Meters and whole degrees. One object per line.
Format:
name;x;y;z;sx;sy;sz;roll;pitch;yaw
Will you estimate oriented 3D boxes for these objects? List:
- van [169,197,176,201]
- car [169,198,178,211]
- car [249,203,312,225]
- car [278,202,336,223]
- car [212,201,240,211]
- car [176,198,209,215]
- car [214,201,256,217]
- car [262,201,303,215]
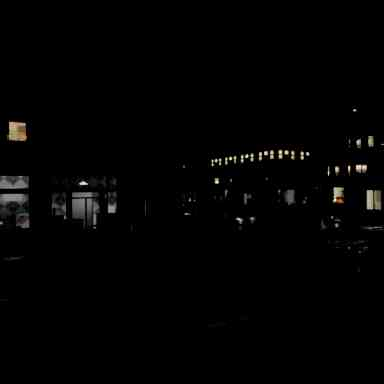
van;-3.313;1.908;62.179;1.690;1.788;3.998;-1;0;-29
car;-0.972;1.986;46.271;1.812;1.442;4.674;-1;0;-29
car;6.955;1.814;26.621;1.947;1.339;4.313;-1;0;-29
car;9.520;1.708;27.606;2.128;1.511;4.902;-1;0;-29
car;4.839;1.967;47.709;1.802;1.307;4.206;-1;0;-29
car;0.249;1.847;38.773;1.967;1.590;4.097;-1;0;-29
car;4.429;1.814;36.652;1.882;1.535;5.008;-1;0;-29
car;10.269;1.810;38.063;2.008;1.369;4.403;-1;0;-29
